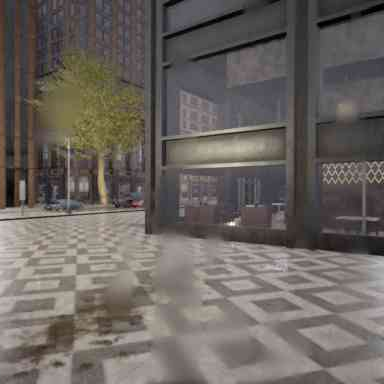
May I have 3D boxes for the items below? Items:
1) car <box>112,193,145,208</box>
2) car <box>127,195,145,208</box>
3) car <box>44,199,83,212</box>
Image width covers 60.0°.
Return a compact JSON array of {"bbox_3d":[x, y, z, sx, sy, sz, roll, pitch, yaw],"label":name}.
[{"bbox_3d":[-8.435,1.105,46.290,2.150,2.045,5.566,0,0,35],"label":"car"},{"bbox_3d":[-6.105,1.460,44.064,1.994,1.385,4.181,0,0,36],"label":"car"},{"bbox_3d":[-14.516,1.471,37.795,1.994,1.385,4.181,0,0,35],"label":"car"}]
